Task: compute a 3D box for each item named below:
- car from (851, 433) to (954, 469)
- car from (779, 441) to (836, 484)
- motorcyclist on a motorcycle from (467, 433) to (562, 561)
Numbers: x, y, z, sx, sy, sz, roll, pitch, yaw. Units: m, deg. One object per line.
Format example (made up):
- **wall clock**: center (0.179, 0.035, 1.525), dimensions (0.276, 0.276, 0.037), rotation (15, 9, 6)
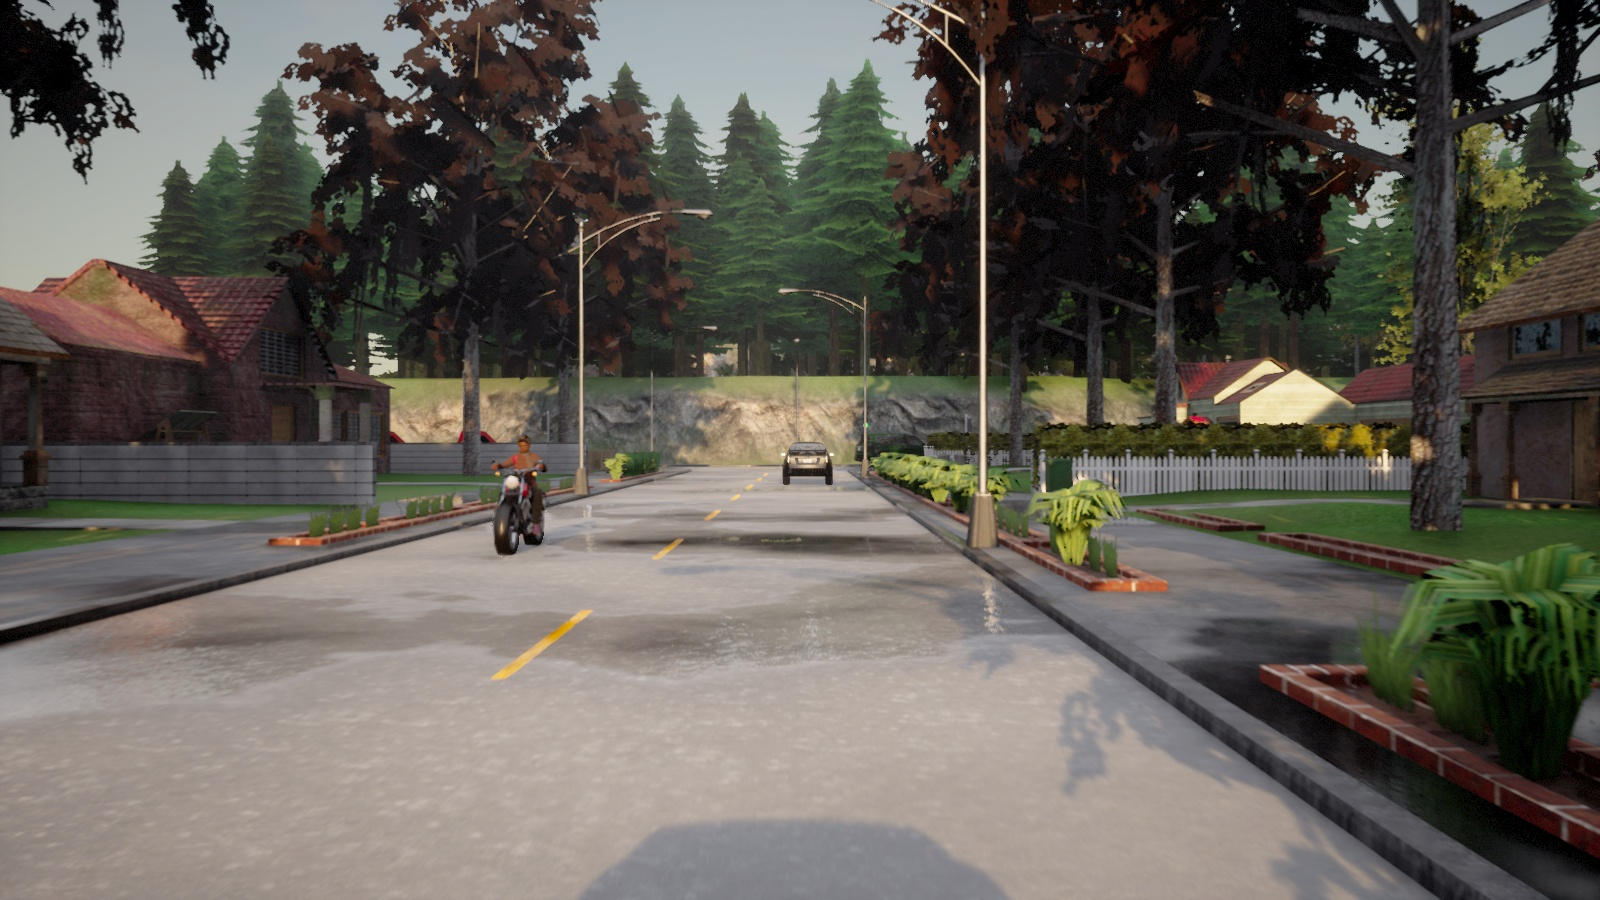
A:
- **car**: center (5.947, 0.059, 72.938), dimensions (5.566, 2.045, 2.150), rotation (0, 0, -21)
- **car**: center (0.279, 0.432, 46.428), dimensions (2.007, 1.525, 4.514), rotation (0, 0, 0)
- **motorcyclist on a motorcycle**: center (-3.886, 0.596, 17.310), dimensions (0.766, 1.649, 2.350), rotation (0, 0, 0)
